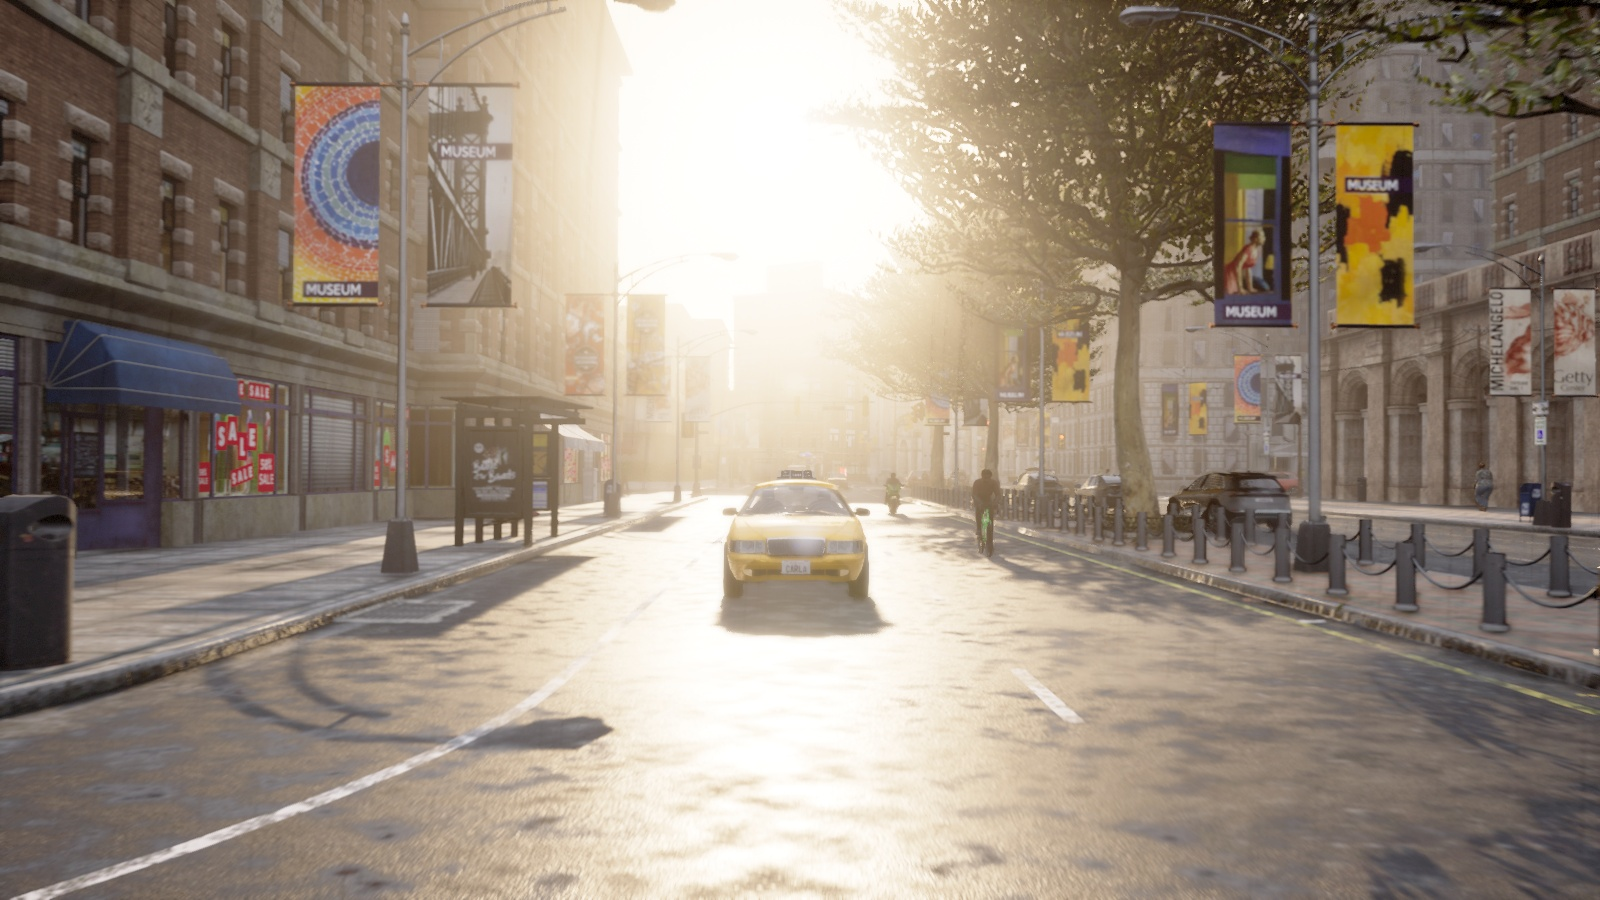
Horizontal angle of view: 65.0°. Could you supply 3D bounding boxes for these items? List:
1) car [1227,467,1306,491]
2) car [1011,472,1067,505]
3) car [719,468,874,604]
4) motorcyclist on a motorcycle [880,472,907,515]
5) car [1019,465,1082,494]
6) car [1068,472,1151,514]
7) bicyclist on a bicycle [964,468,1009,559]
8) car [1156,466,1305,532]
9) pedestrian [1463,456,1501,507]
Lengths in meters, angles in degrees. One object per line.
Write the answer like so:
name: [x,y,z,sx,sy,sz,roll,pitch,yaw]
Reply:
car: [32.065,1.979,86.469,4.611,1.667,2.242,0,-1,0]
car: [11.282,1.772,59.574,1.837,1.490,4.892,0,-1,1]
car: [-0.043,1.044,17.326,1.801,1.575,5.366,0,-1,0]
motorcyclist on a motorcycle: [3.389,1.546,45.565,0.797,1.523,2.044,0,-1,0]
car: [16.677,1.944,83.640,3.866,1.878,1.905,-1,-1,19]
car: [11.386,1.552,46.475,1.837,1.490,4.892,0,-1,0]
bicyclist on a bicycle: [3.443,1.144,23.287,0.582,1.620,1.656,0,-1,0]
car: [11.478,1.266,33.892,2.033,1.649,4.856,0,-1,-4]
pedestrian: [24.934,1.141,45.940,0.874,1.855,0.900,0,-1,0]
